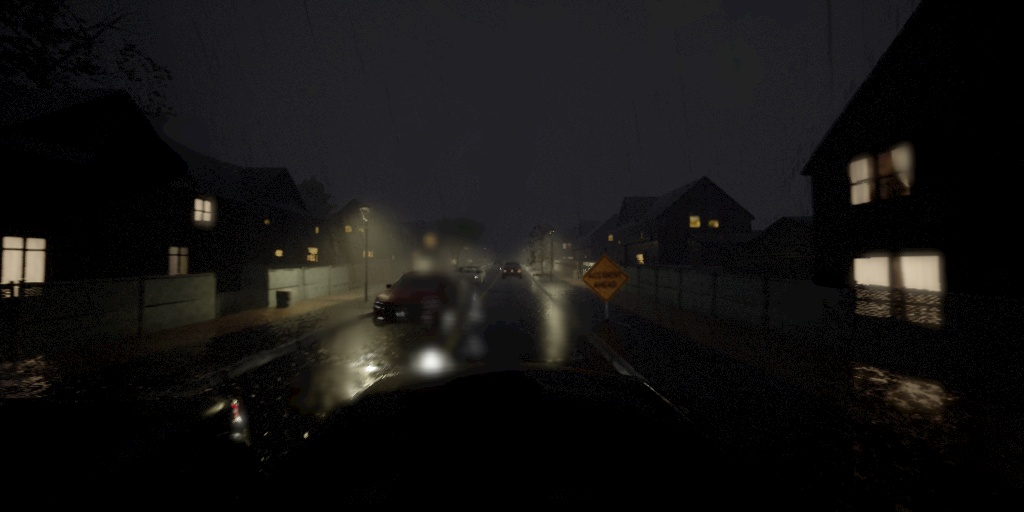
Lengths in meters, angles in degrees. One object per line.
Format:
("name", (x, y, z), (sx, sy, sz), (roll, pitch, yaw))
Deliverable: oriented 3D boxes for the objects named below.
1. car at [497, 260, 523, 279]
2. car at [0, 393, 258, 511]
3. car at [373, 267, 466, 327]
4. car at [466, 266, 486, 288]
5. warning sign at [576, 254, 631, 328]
("car", (0.022, 1.328, 32.820), (2.033, 1.411, 5.357), (0, 0, 0))
("car", (-2.823, 1.314, 0.903), (1.994, 1.385, 4.181), (0, 0, -2))
("car", (-2.857, 1.232, 11.692), (1.882, 1.535, 5.008), (0, 0, 0))
("car", (-2.860, 1.368, 24.050), (1.895, 1.301, 4.718), (0, 0, 0))
("warning sign", (2.510, 0.868, 9.475), (1.300, 1.860, 1.060), (0, 0, 0))
